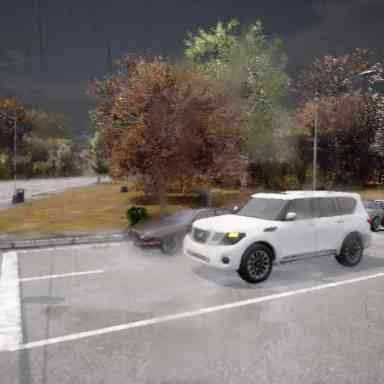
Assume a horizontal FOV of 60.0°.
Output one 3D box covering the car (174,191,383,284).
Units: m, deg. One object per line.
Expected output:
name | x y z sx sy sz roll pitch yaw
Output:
car | 2.548 1.009 9.229 5.566 2.045 2.150 -1 2 -28

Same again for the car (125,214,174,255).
car | 0.381 1.251 12.045 5.357 1.411 2.033 -1 2 -28
